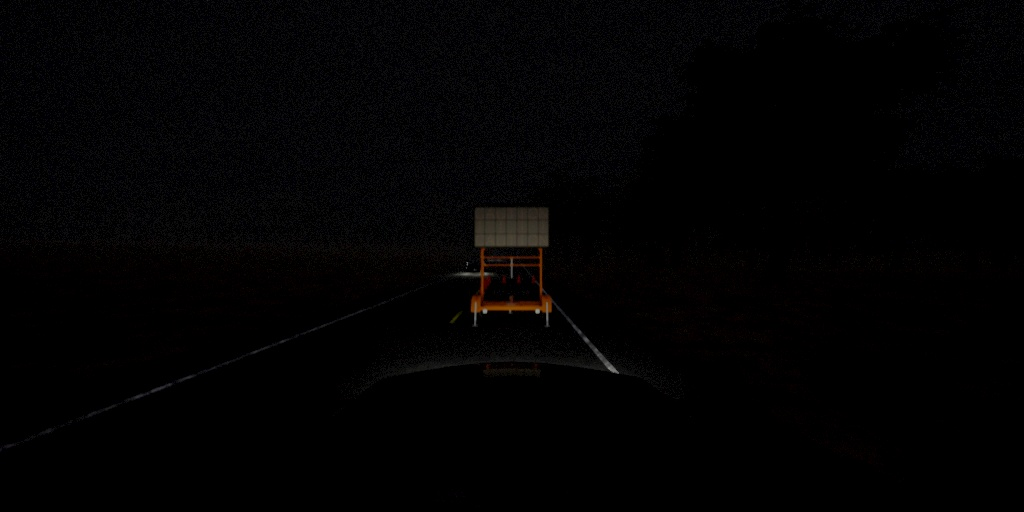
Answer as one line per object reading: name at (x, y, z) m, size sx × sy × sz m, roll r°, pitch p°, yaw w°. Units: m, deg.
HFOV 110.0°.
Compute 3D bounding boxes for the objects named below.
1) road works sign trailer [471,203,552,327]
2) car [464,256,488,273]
road works sign trailer at (-0.009, 0.159, 11.307) m, size 2.380 × 3.560 × 2.880 m, roll 0°, pitch 0°, yaw 0°
car at (-3.671, 0.764, 37.292) m, size 2.097 × 1.767 × 4.553 m, roll 0°, pitch 1°, yaw 0°
